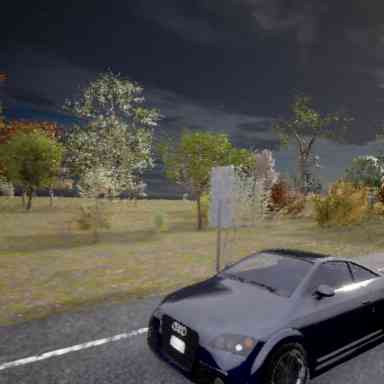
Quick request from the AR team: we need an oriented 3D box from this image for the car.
[{"bbox_3d":[1.459,1.609,5.026,4.181,1.385,1.994,1,-1,-35],"label":"car"}]
